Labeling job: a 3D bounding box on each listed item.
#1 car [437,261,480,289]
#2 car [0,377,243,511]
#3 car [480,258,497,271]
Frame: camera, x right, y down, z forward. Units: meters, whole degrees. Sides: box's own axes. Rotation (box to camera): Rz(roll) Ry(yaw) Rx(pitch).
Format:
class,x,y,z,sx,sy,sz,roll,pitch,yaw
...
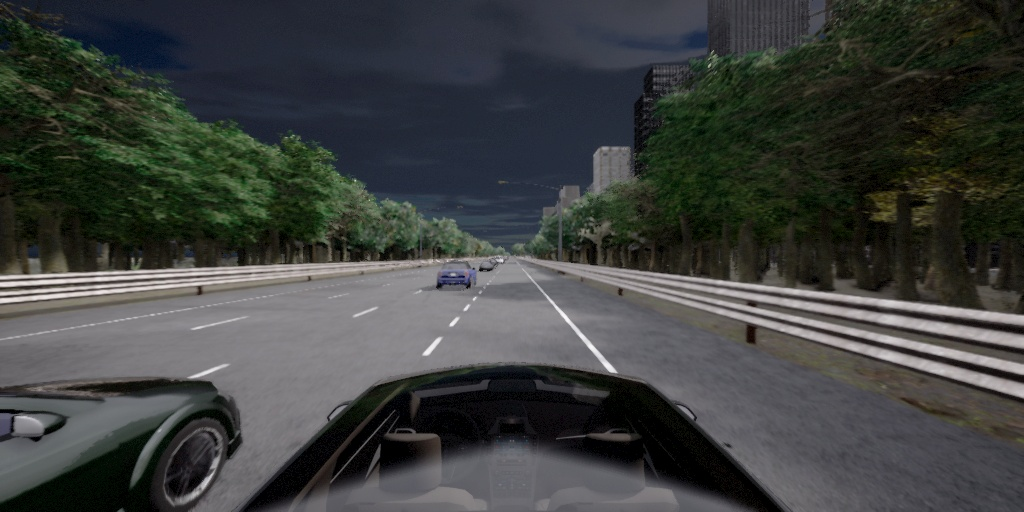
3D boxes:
class,x,y,z,sx,sy,sz,roll,pitch,yaw
car,-3.504,1.133,23.548,2.097,1.767,4.553,0,0,0
car,-3.498,1.314,1.597,1.994,1.385,4.181,0,0,0
car,-3.508,1.400,50.724,1.994,1.385,4.181,0,0,0
